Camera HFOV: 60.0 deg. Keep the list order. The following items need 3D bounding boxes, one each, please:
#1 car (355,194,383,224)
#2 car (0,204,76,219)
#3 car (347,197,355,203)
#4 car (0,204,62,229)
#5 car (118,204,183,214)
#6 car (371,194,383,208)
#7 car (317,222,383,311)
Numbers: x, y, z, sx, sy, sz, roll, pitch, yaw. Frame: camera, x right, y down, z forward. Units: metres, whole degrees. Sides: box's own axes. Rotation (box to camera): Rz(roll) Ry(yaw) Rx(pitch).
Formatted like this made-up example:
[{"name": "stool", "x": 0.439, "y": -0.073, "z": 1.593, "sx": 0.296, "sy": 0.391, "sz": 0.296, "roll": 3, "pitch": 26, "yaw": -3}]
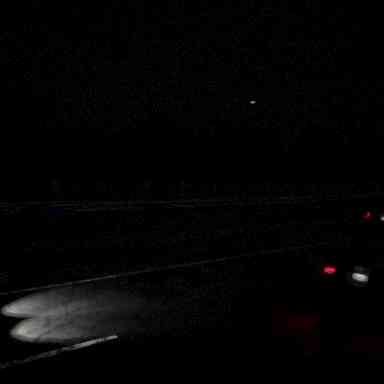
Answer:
[{"name": "car", "x": 9.975, "y": 1.149, "z": 14.937, "sx": 5.566, "sy": 2.045, "sz": 2.150, "roll": 0, "pitch": 0, "yaw": -34}, {"name": "car", "x": -9.180, "y": 1.463, "z": 18.906, "sx": 5.008, "sy": 1.535, "sz": 1.882, "roll": 0, "pitch": 0, "yaw": -35}, {"name": "car", "x": 22.966, "y": 1.100, "z": 44.935, "sx": 5.008, "sy": 1.535, "sz": 1.882, "roll": -2, "pitch": 1, "yaw": -33}, {"name": "car", "x": -11.023, "y": 1.548, "z": 21.889, "sx": 4.181, "sy": 1.385, "sz": 1.994, "roll": 0, "pitch": 0, "yaw": -35}, {"name": "car", "x": -2.694, "y": 1.470, "z": 19.174, "sx": 4.892, "sy": 1.490, "sz": 1.837, "roll": 0, "pitch": 0, "yaw": -35}, {"name": "car", "x": 24.947, "y": 1.104, "z": 42.042, "sx": 5.008, "sy": 1.535, "sz": 1.882, "roll": -1, "pitch": 1, "yaw": -33}, {"name": "car", "x": 4.981, "y": 1.523, "z": 7.223, "sx": 5.357, "sy": 1.411, "sz": 2.033, "roll": 0, "pitch": 0, "yaw": -35}]
